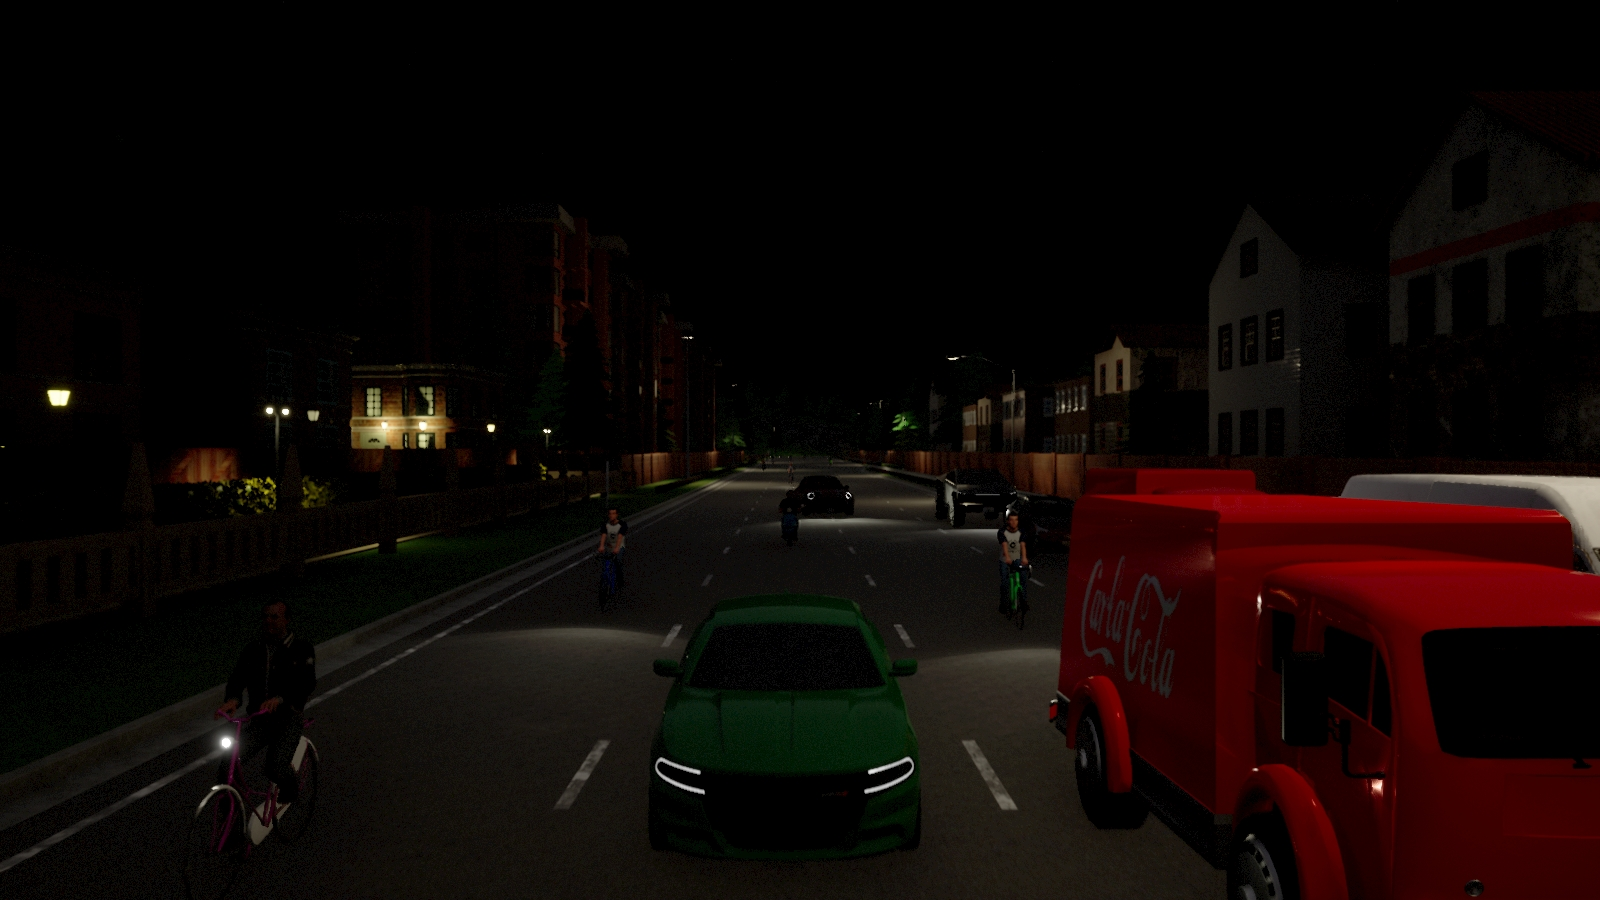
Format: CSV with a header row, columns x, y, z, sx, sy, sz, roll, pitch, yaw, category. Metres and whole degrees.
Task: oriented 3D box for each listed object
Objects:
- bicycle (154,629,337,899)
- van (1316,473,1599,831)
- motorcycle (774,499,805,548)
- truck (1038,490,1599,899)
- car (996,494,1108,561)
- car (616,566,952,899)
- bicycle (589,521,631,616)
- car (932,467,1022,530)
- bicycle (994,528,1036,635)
x,y,z,sx,sy,sz,roll,pitch,yaw,category
-3.590,2.059,7.549,0.329,1.471,1.835,0,0,0,bicycle
6.879,1.533,10.033,1.988,2.561,5.915,0,0,0,van
-0.302,2.136,33.332,0.856,1.316,1.805,0,0,0,motorcycle
3.398,1.570,7.325,2.627,2.467,5.204,0,0,0,truck
6.704,2.034,30.926,2.007,1.525,4.514,0,0,-1,car
-0.121,2.032,9.654,2.097,1.535,5.006,0,1,-1,car
-3.316,2.052,20.050,0.373,1.496,1.643,0,0,3,bicycle
6.603,1.746,43.316,2.390,2.098,6.274,0,0,0,car
3.406,2.052,18.174,0.373,1.496,1.643,0,0,1,bicycle
